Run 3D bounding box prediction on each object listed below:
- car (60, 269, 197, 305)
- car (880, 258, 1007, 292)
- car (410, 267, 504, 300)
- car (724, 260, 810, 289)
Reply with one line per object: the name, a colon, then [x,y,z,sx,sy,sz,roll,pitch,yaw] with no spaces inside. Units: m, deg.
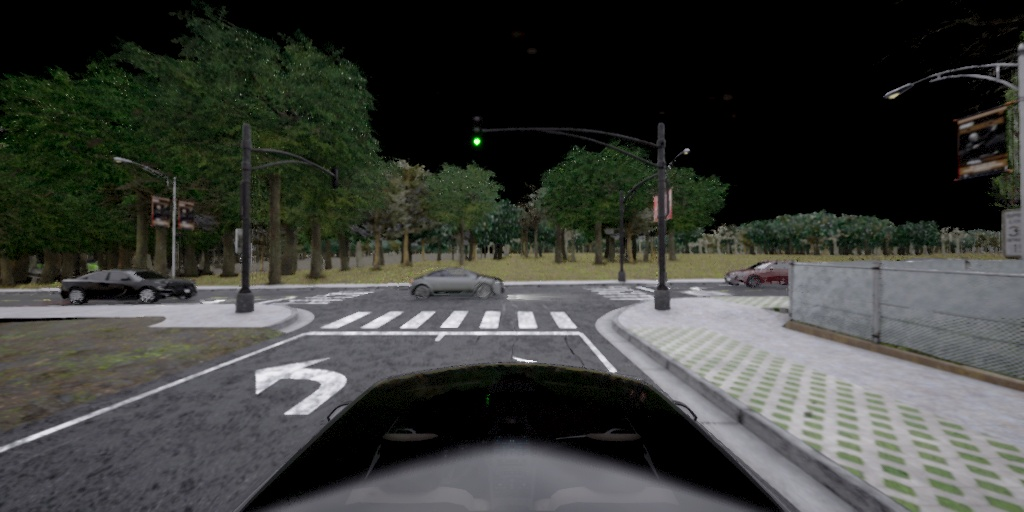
car: [-17.305,1.345,16.346,5.008,1.535,1.882,-1,-1,0]
car: [19.611,0.823,16.250,4.902,1.511,2.128,-1,-1,0]
car: [-2.456,1.210,16.305,4.181,1.385,1.994,-1,-1,0]
car: [14.185,0.975,19.612,4.674,1.442,1.812,-1,-1,0]
